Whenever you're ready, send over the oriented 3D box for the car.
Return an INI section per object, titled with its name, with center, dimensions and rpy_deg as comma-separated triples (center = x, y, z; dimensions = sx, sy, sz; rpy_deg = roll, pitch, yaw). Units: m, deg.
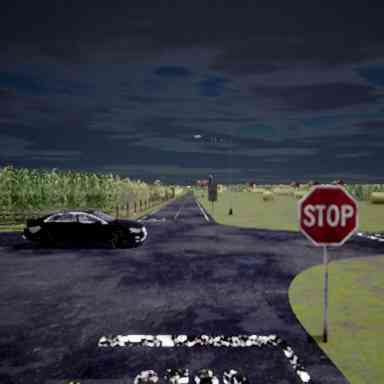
[car]
center = -4.431, 1.507, 14.027
dimensions = 4.902, 1.511, 2.128
rpy_deg = 0, 0, -1
